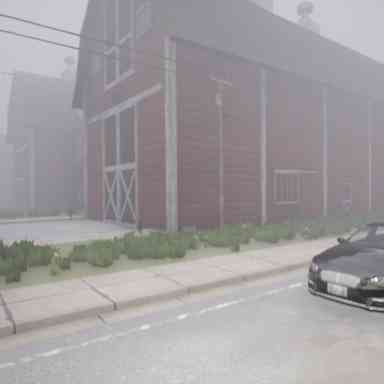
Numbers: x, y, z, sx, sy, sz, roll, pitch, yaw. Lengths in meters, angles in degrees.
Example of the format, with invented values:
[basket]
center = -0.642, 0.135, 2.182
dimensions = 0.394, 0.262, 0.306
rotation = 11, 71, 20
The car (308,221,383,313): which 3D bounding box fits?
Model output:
[car]
center = 4.518, 1.411, 7.214
dimensions = 4.902, 1.511, 2.128
rotation = -1, 0, -36
